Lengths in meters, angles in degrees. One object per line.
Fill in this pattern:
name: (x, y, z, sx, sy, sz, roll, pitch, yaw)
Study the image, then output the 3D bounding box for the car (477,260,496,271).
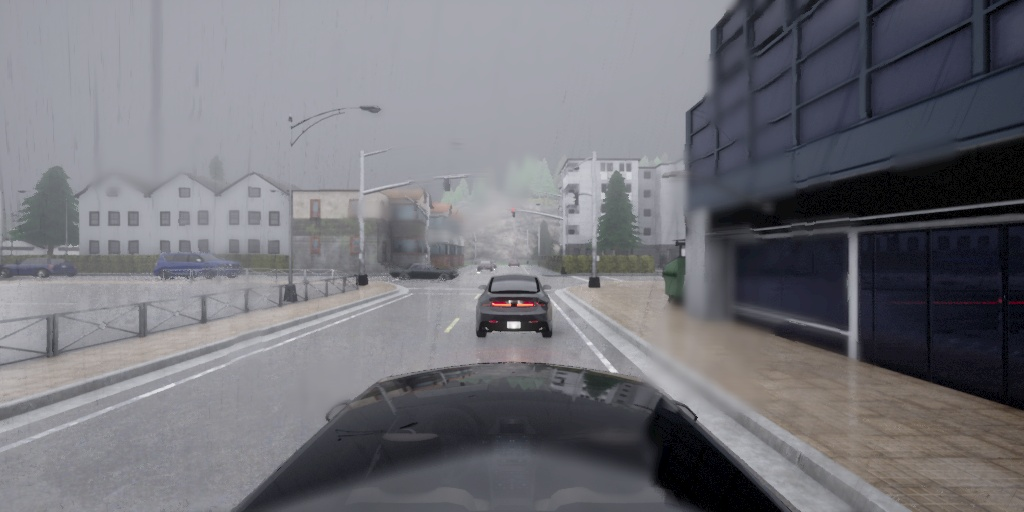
car: (-3.484, 1.268, 47.623, 1.812, 1.442, 4.674, 0, 0, 0)

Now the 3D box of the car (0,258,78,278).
car: (-39.811, 0.921, 30.196, 4.553, 1.767, 2.097, 0, 0, 0)

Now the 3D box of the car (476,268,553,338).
car: (0.076, 1.253, 10.218, 1.837, 1.490, 4.892, 0, 0, 1)

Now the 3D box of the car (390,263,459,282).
car: (-6.332, 1.199, 26.326, 4.718, 1.301, 1.895, 1, 0, 0)

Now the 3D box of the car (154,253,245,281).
car: (-22.918, 0.790, 26.411, 5.566, 2.045, 2.150, 0, 0, 0)
